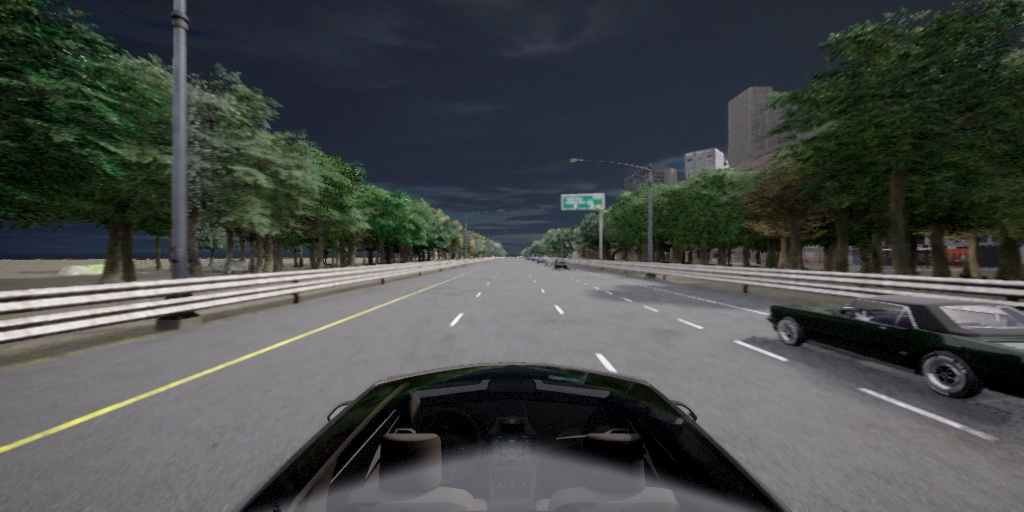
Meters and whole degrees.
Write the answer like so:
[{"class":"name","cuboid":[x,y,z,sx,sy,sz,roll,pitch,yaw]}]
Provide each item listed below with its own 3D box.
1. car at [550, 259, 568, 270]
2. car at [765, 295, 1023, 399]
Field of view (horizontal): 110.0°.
[{"class":"car","cuboid":[7.159,1.239,53.375,1.837,1.490,4.892,0,0,0]},{"class":"car","cuboid":[7.003,1.354,6.424,1.895,1.301,4.718,0,0,0]}]
